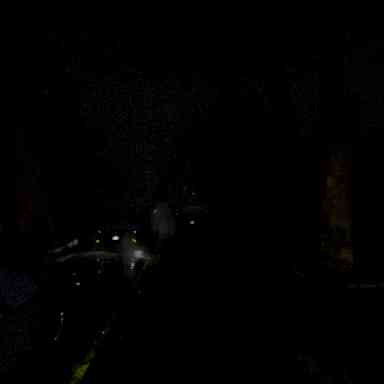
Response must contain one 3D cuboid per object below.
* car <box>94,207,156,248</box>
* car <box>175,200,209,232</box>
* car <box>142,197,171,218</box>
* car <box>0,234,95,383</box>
[{"bbox_3d":[-2.908,1.563,14.684,1.994,1.385,4.181,0,0,0],"label":"car"},{"bbox_3d":[0.006,1.478,20.352,1.882,1.535,5.008,0,0,0],"label":"car"},{"bbox_3d":[-2.901,1.503,29.770,2.128,1.511,4.902,0,0,0],"label":"car"},{"bbox_3d":[-2.860,1.546,3.560,2.033,1.411,5.357,0,0,0],"label":"car"}]
